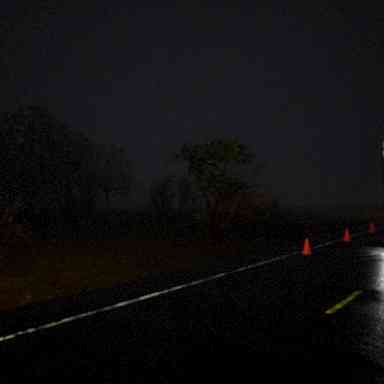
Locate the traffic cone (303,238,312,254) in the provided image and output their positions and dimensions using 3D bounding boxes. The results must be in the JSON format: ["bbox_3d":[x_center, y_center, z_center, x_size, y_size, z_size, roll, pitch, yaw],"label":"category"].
[{"bbox_3d":[4.560,2.140,13.203,0.340,0.580,0.340,-2,-1,42],"label":"traffic cone"}]

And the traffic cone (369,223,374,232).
[{"bbox_3d":[11.168,2.197,20.644,0.340,0.580,0.340,-2,-1,41],"label":"traffic cone"}]
